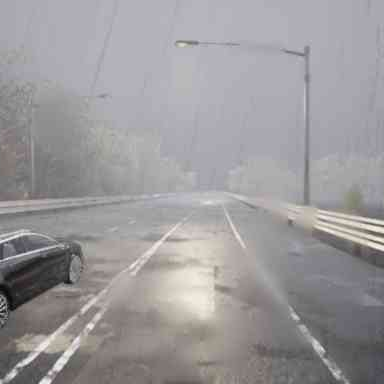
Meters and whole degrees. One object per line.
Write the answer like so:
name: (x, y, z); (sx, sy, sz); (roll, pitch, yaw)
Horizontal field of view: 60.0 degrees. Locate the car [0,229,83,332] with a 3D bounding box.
car: (-3.777, 1.463, 6.516); (2.128, 1.511, 4.902); (0, 0, 4)
